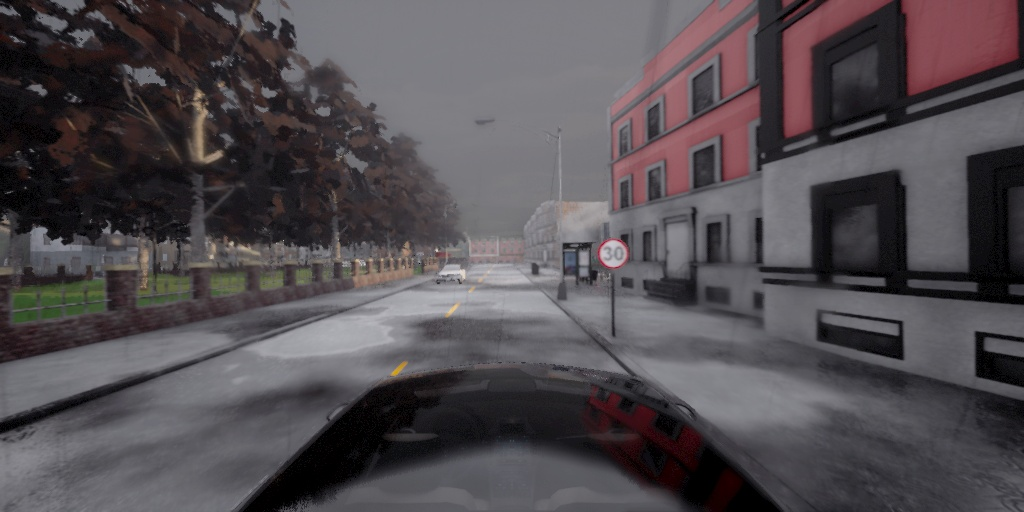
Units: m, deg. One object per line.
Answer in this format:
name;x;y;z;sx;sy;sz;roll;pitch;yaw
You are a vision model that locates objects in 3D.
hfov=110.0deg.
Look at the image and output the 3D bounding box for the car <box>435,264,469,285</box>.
car;-4.570;1.346;27.549;1.812;1.442;4.674;-1;0;-1
